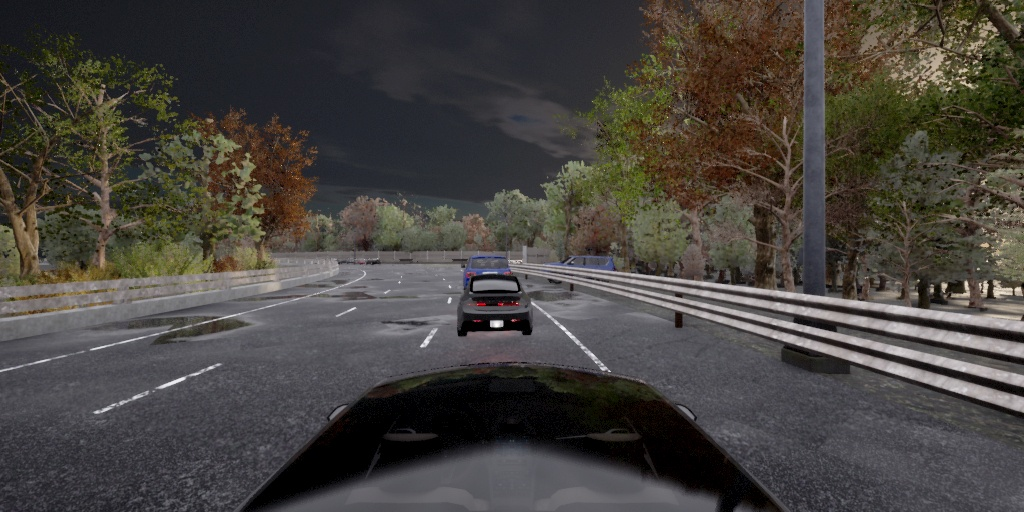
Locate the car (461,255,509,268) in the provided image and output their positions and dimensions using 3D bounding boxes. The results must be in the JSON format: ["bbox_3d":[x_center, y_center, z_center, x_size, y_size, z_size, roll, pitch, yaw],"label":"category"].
[{"bbox_3d":[-1.317,0.971,17.830,2.150,2.045,5.566,0,0,-9],"label":"car"}]

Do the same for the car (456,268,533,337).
[{"bbox_3d":[-0.551,1.255,10.351,1.837,1.490,4.892,0,0,-5],"label":"car"}]

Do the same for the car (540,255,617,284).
[{"bbox_3d":[4.840,0.960,26.141,5.566,2.045,2.150,3,1,-8],"label":"car"}]
